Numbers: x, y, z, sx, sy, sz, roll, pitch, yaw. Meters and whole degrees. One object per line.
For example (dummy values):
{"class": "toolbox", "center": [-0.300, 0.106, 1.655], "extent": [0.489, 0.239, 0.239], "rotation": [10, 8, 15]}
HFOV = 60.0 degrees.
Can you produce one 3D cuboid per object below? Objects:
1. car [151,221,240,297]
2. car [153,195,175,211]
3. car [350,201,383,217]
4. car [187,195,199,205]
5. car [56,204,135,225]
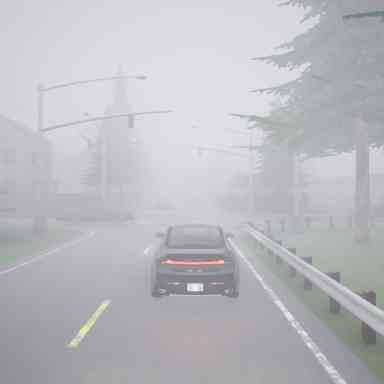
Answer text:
{"class": "car", "center": [0.078, 1.505, 8.533], "extent": [1.837, 1.490, 4.892], "rotation": [0, 0, 0]}
{"class": "car", "center": [-3.525, 1.505, 41.726], "extent": [1.837, 1.490, 4.892], "rotation": [0, 0, 0]}
{"class": "car", "center": [15.326, 1.490, 26.742], "extent": [4.892, 1.490, 1.837], "rotation": [0, 0, 0]}
{"class": "car", "center": [0.193, 1.352, 57.749], "extent": [2.097, 1.767, 4.553], "rotation": [0, 0, 0]}
{"class": "car", "center": [-6.776, 1.535, 23.823], "extent": [5.357, 1.411, 2.033], "rotation": [0, 0, -12]}
